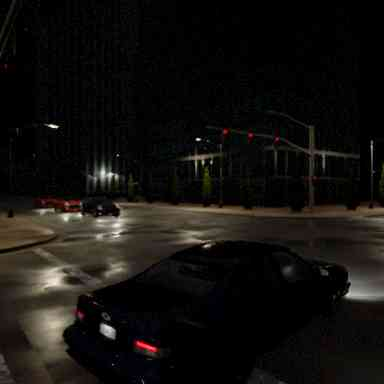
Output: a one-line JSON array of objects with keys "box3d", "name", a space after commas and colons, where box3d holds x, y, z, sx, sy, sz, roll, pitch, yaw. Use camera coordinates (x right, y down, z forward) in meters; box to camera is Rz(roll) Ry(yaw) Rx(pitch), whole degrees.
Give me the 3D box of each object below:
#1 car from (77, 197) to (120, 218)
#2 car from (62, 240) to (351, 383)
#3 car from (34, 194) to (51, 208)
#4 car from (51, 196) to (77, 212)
[{"box3d": [-8.025, 1.252, 29.035, 2.097, 1.767, 4.553, 0, 0, -37], "name": "car"}, {"box3d": [0.800, 1.529, 5.358, 2.033, 1.411, 5.357, 0, 0, 42], "name": "car"}, {"box3d": [-19.263, 1.195, 43.922, 2.097, 1.767, 4.553, 0, 0, -37], "name": "car"}, {"box3d": [-13.374, 1.225, 36.114, 2.097, 1.767, 4.553, 0, 0, -37], "name": "car"}]
